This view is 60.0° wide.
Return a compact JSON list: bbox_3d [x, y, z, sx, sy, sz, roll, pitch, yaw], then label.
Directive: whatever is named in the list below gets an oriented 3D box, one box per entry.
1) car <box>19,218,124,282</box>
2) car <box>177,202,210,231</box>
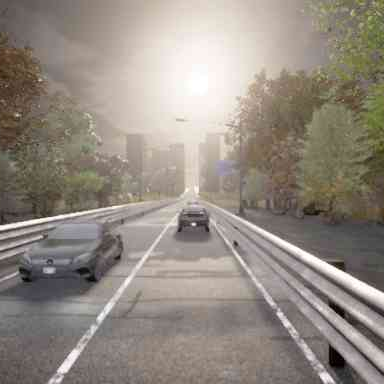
[{"bbox_3d":[-3.256,1.545,9.925,1.812,1.442,4.674,0,0,0],"label":"car"},{"bbox_3d":[0.092,1.580,21.076,1.837,1.490,4.892,0,0,0],"label":"car"}]
